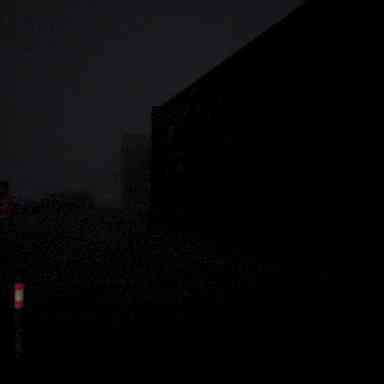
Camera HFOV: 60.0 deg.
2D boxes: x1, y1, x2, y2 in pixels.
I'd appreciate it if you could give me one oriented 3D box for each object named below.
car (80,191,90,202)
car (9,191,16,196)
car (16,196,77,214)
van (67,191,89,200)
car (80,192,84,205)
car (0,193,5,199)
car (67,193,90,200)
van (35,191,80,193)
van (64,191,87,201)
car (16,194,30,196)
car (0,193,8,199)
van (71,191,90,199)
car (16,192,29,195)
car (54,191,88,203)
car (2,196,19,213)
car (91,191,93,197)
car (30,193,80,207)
[{"bbox_3d":[-19.936,0.969,54.044,5.566,2.045,2.435,0,1,-15],"label":"car"},{"bbox_3d":[-24.880,1.050,42.929,2.150,2.045,5.566,0,1,-15],"label":"car"},{"bbox_3d":[-14.138,1.440,32.705,4.792,1.488,2.163,0,0,-15],"label":"car"},{"bbox_3d":[-25.002,0.807,72.827,4.442,1.987,1.878,0,0,-15],"label":"van"},{"bbox_3d":[-17.728,1.185,46.008,4.553,1.767,2.185,0,1,-15],"label":"car"},{"bbox_3d":[-48.117,0.917,79.601,5.366,1.575,1.946,0,0,-15],"label":"car"},{"bbox_3d":[-26.616,1.018,78.150,4.792,1.488,2.163,0,0,-15],"label":"car"},{"bbox_3d":[-16.430,1.137,40.726,4.442,1.987,1.878,0,1,-15],"label":"van"},{"bbox_3d":[-24.492,0.829,70.087,4.442,1.987,1.878,0,0,-15],"label":"van"},{"bbox_3d":[-22.223,1.389,44.474,1.994,1.385,4.181,0,1,-15],"label":"car"},{"bbox_3d":[-48.664,0.906,82.309,4.892,1.521,2.231,0,0,-15],"label":"car"},{"bbox_3d":[-28.906,0.706,86.165,4.442,1.987,1.878,0,0,-15],"label":"van"},{"bbox_3d":[-27.476,1.229,52.275,1.837,1.490,4.892,0,1,-15],"label":"car"},{"bbox_3d":[-21.497,0.909,59.511,5.566,2.045,2.435,0,1,-15],"label":"car"},{"bbox_3d":[-19.523,1.470,34.856,1.994,1.385,4.181,0,0,-16],"label":"car"},{"bbox_3d":[-23.616,0.830,67.444,5.566,2.045,2.435,0,1,-15],"label":"car"},{"bbox_3d":[-15.518,1.258,37.961,4.553,1.767,2.185,0,0,-15],"label":"car"}]
